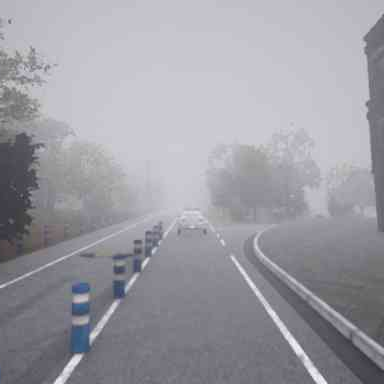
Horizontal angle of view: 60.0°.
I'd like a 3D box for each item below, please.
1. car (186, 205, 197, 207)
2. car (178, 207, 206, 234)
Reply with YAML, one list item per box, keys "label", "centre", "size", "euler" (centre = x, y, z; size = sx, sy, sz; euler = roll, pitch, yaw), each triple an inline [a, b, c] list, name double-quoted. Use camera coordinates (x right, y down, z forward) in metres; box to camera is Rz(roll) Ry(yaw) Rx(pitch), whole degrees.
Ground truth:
- label: "car"
  centre: [-0.032, 2.370, 41.336]
  size: [1.882, 1.535, 5.008]
  euler: [0, -1, 0]
- label: "car"
  centre: [-0.002, 1.996, 22.748]
  size: [1.812, 1.442, 4.674]
  euler: [-1, -2, 0]
